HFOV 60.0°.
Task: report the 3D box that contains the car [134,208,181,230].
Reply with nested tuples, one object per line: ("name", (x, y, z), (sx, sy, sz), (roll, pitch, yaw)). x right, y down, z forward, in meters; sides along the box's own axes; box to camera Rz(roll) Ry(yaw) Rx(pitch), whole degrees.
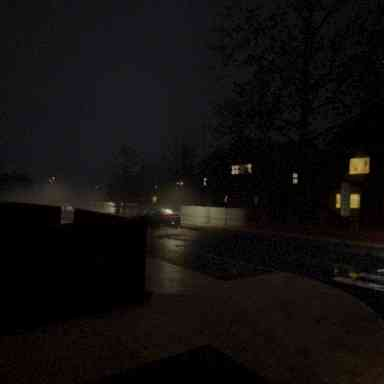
("car", (-2.694, 1.961, 25.036), (2.128, 1.511, 4.902), (3, -2, -35))

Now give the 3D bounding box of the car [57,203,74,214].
("car", (-18.091, 2.324, 47.197), (1.812, 1.442, 4.674), (3, -2, -35))
